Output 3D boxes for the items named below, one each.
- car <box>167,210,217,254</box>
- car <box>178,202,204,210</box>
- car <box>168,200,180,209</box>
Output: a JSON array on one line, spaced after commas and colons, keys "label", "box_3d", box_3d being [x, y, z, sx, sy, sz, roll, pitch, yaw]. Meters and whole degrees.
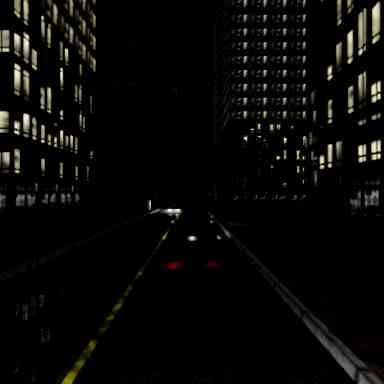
[{"label": "car", "box_3d": [0.009, 1.703, 14.279, 1.994, 1.385, 4.181, 0, -1, 0]}, {"label": "car", "box_3d": [0.014, 1.798, 29.300, 1.837, 1.490, 4.892, 0, 0, 0]}, {"label": "car", "box_3d": [-2.983, 2.071, 56.444, 2.128, 1.511, 4.902, 0, -1, 0]}]
